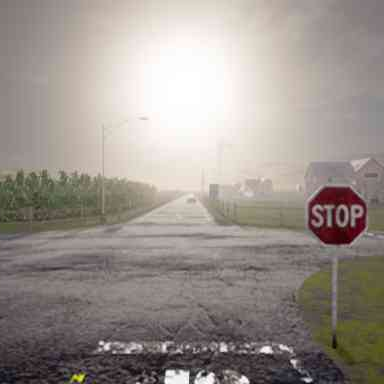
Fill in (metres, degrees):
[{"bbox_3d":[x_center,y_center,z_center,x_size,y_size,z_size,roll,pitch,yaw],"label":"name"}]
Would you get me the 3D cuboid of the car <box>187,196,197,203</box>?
[{"bbox_3d":[-0.045,1.517,71.531,2.128,1.511,4.902,0,0,0],"label":"car"}]
